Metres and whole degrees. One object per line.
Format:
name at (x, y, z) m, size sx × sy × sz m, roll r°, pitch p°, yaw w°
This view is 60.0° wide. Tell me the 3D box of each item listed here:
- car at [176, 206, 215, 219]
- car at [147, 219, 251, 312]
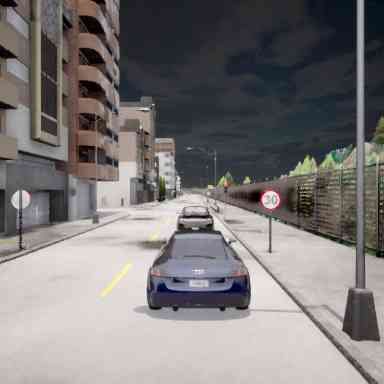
car at (0.185, 1.492, 17.734) m, size 2.128 × 1.511 × 4.902 m, roll 0°, pitch 0°, yaw 1°
car at (0.131, 1.564, 7.819) m, size 1.994 × 1.385 × 4.181 m, roll 0°, pitch 0°, yaw 0°
